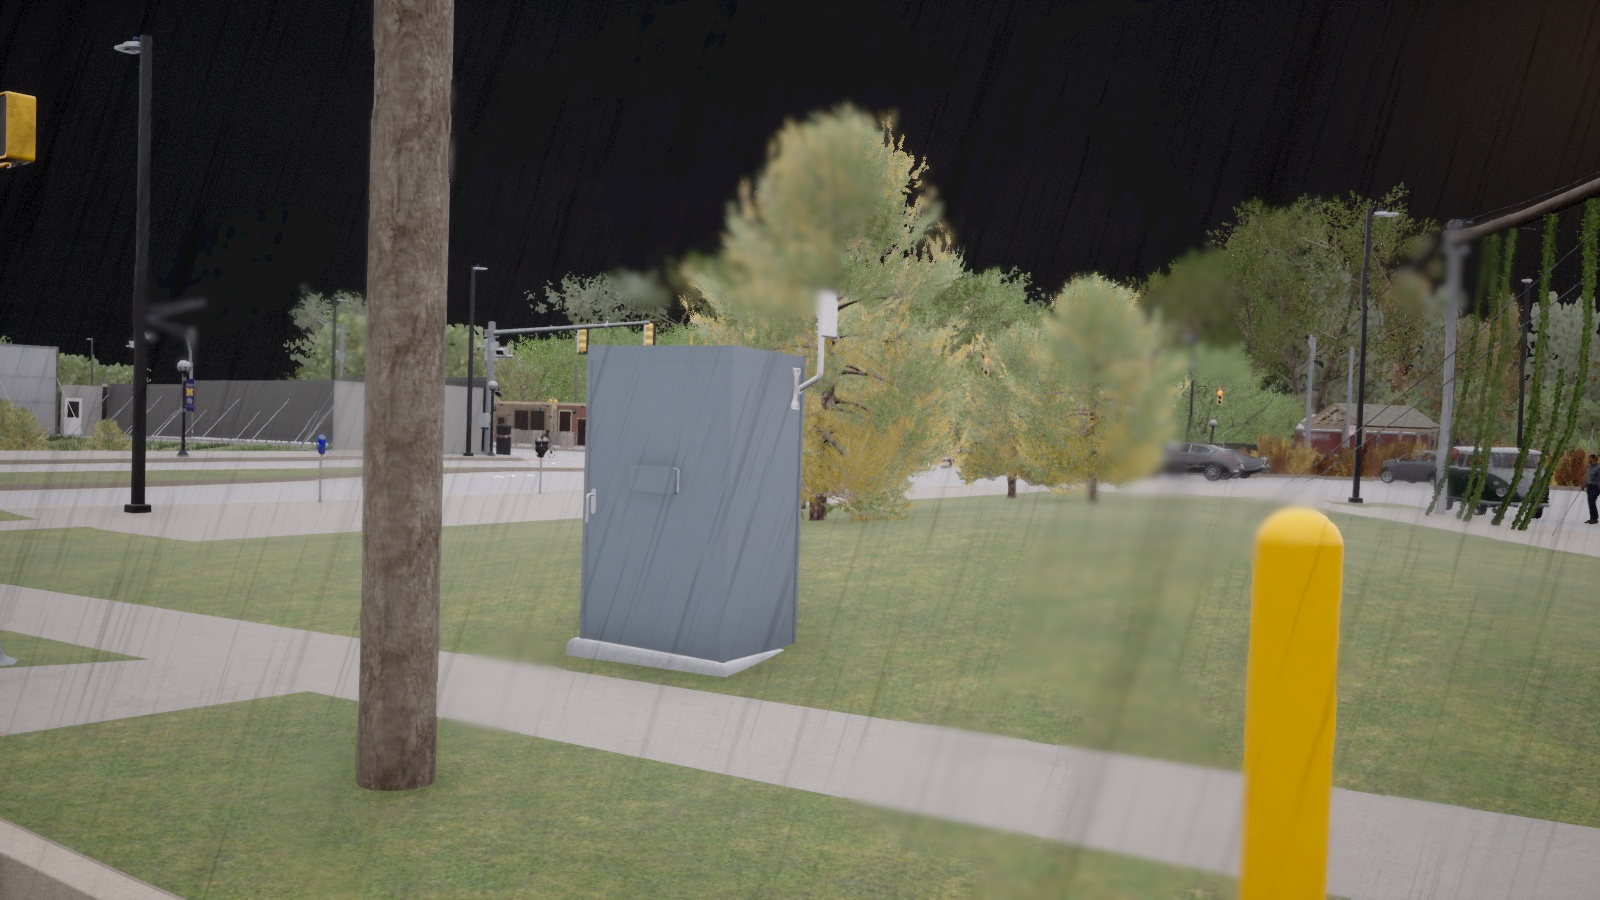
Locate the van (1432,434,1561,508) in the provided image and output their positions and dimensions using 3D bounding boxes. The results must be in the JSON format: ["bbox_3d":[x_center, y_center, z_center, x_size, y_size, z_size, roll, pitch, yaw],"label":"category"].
[{"bbox_3d":[20.085,0.546,36.411,1.775,1.987,4.442,1,1,8],"label":"van"}]

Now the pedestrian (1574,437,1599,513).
[{"bbox_3d":[20.781,0.644,32.823,0.788,1.949,0.423,1,2,-1],"label":"pedestrian"}]

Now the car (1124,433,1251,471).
[{"bbox_3d":[17.395,0.085,56.399,5.027,1.651,2.152,0,1,34],"label":"car"}]

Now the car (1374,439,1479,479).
[{"bbox_3d":[26.470,0.342,53.162,1.845,1.501,3.633,-1,2,-22],"label":"car"}]

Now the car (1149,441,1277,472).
[{"bbox_3d":[19.503,0.294,59.383,5.357,1.411,2.033,0,1,34],"label":"car"}]
